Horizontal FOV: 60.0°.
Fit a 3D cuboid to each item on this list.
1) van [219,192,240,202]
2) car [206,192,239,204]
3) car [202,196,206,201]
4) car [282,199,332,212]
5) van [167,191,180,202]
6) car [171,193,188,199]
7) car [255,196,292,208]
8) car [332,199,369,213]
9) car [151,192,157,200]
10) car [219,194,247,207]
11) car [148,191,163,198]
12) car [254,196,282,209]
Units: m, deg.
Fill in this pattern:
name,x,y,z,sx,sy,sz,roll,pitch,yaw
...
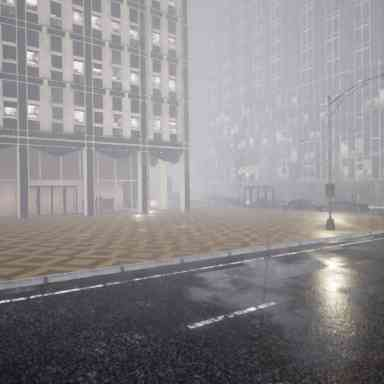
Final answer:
name,x,y,z,sx,sy,sz,roll,pitch,yaw
van,6.730,0.855,59.889,1.690,1.788,3.998,0,1,-34
car,4.861,1.159,52.356,1.837,1.490,4.892,-1,1,-34
car,3.535,1.043,64.591,1.802,1.307,4.206,0,1,-34
car,12.480,1.423,36.310,1.947,1.339,4.313,0,1,-34
van,-3.395,0.937,59.877,1.690,1.788,3.998,0,1,-34
car,-2.858,0.936,73.991,1.802,1.307,4.206,0,1,-34
car,10.687,1.275,43.763,1.812,1.442,4.674,-1,1,-34
car,16.426,1.405,35.328,1.994,1.385,4.181,-1,1,-34
car,-9.788,1.040,69.279,2.008,1.369,4.403,0,1,-34
car,6.150,1.319,45.753,1.947,1.339,4.313,0,1,-34
car,-9.252,0.686,83.388,1.967,1.590,4.097,0,1,-34
car,9.298,1.388,41.021,1.802,1.307,4.206,0,1,-34
